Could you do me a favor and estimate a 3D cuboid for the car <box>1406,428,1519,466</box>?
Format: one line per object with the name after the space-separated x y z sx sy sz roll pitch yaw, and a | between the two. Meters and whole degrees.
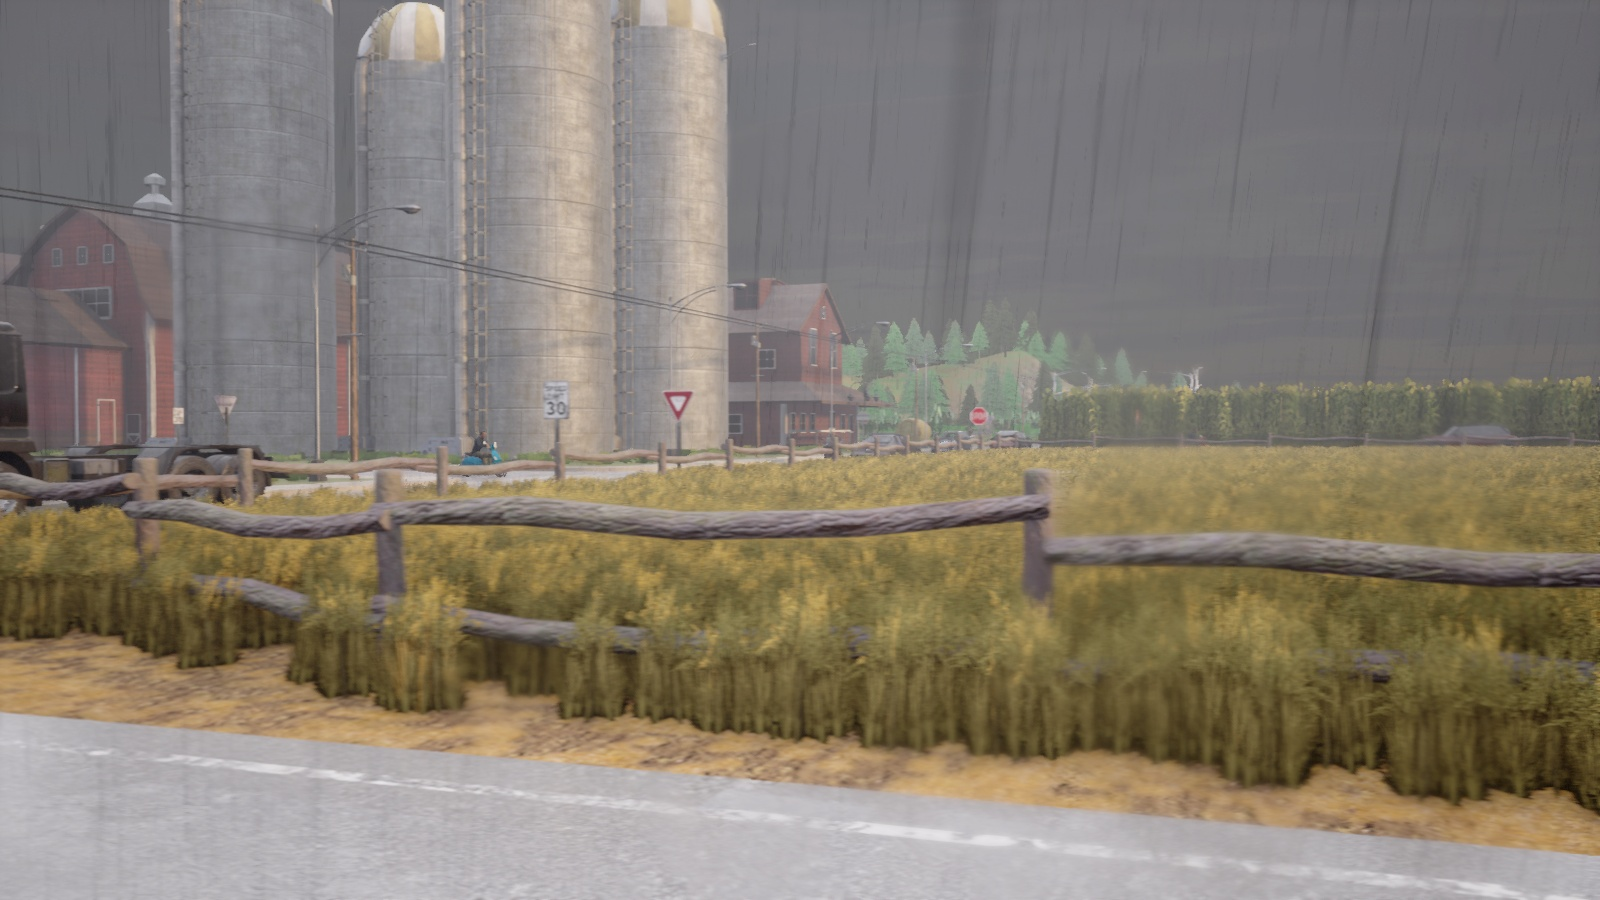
31.675 -0.171 60.197 4.553 1.767 2.097 0 1 22 | car

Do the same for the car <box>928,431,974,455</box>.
9.577 -0.440 79.383 1.970 1.475 3.806 1 1 22 | car

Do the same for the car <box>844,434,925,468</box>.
3.789 0.005 55.259 2.033 1.411 5.357 1 1 21 | car

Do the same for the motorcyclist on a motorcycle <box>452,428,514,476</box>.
-10.691 0.062 42.414 1.817 1.590 0.866 1 0 16 | motorcyclist on a motorcycle

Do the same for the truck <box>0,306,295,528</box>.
-13.022 -0.561 22.230 2.891 3.462 7.936 1 1 21 | truck

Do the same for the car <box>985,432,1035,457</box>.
13.263 -0.389 79.187 2.163 1.488 4.792 1 1 22 | car
